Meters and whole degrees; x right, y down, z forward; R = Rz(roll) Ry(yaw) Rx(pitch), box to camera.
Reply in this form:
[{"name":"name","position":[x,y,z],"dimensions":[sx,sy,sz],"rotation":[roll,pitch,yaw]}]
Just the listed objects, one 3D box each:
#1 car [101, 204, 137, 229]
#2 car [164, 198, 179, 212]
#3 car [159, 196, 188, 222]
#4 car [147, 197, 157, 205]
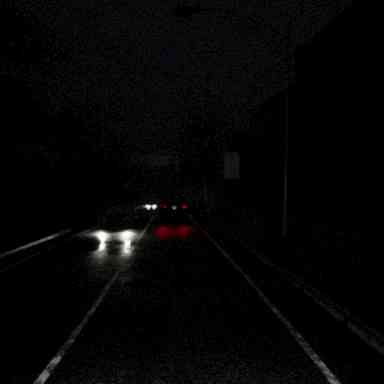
[{"name":"car","position":[-4.901,1.595,22.797],"dimensions":[1.882,1.535,5.008],"rotation":[0,0,-4]},{"name":"car","position":[-2.663,1.631,43.273],"dimensions":[1.801,1.575,5.366],"rotation":[0,0,-4]},{"name":"car","position":[-1.504,1.321,27.177],"dimensions":[2.150,2.045,5.566],"rotation":[0,-1,-4]},{"name":"car","position":[-7.764,1.801,64.623],"dimensions":[2.128,1.511,4.902],"rotation":[0,0,-3]}]
